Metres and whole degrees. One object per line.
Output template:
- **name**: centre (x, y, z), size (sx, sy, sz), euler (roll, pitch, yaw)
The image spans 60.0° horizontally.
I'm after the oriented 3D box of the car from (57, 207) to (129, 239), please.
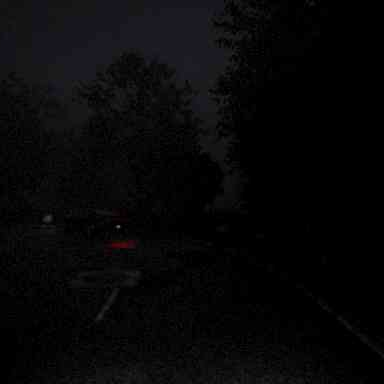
- **car**: centre (-5.449, 1.580, 18.041), size (5.008, 1.535, 1.882), euler (-1, -2, 43)
